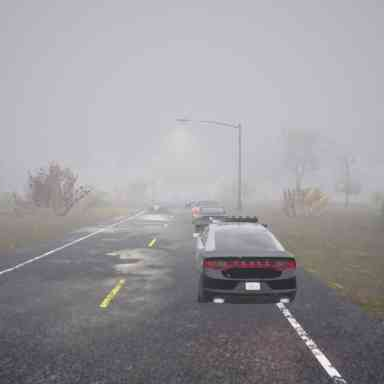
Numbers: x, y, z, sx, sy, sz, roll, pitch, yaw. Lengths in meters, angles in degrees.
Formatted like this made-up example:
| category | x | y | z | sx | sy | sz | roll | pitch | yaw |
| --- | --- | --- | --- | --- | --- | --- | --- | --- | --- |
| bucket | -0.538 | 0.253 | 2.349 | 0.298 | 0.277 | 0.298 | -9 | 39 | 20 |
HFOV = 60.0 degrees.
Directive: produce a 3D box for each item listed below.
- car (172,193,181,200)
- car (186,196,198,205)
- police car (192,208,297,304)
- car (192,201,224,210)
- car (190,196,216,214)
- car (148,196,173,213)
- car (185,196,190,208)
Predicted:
| category | x | y | z | sx | sy | sz | roll | pitch | yaw |
| --- | --- | --- | --- | --- | --- | --- | --- | --- | --- |
| car | -3.891 | 1.138 | 81.464 | 2.097 | 1.767 | 4.553 | 0 | 0 | -2 |
| car | 0.007 | 1.431 | 58.620 | 2.033 | 1.411 | 5.357 | 0 | 0 | 0 |
| police car | 1.052 | 1.419 | 8.334 | 1.930 | 1.638 | 5.238 | 0 | 0 | 0 |
| car | 1.054 | 1.488 | 18.225 | 1.837 | 1.490 | 4.892 | 0 | 0 | 0 |
| car | 1.055 | 1.324 | 24.197 | 2.097 | 1.767 | 4.553 | 0 | 0 | 0 |
| car | -3.592 | 1.439 | 35.998 | 2.128 | 1.511 | 4.902 | 0 | 0 | 0 |
| car | 0.040 | 1.525 | 45.475 | 1.895 | 1.301 | 4.718 | 0 | 0 | 0 |
